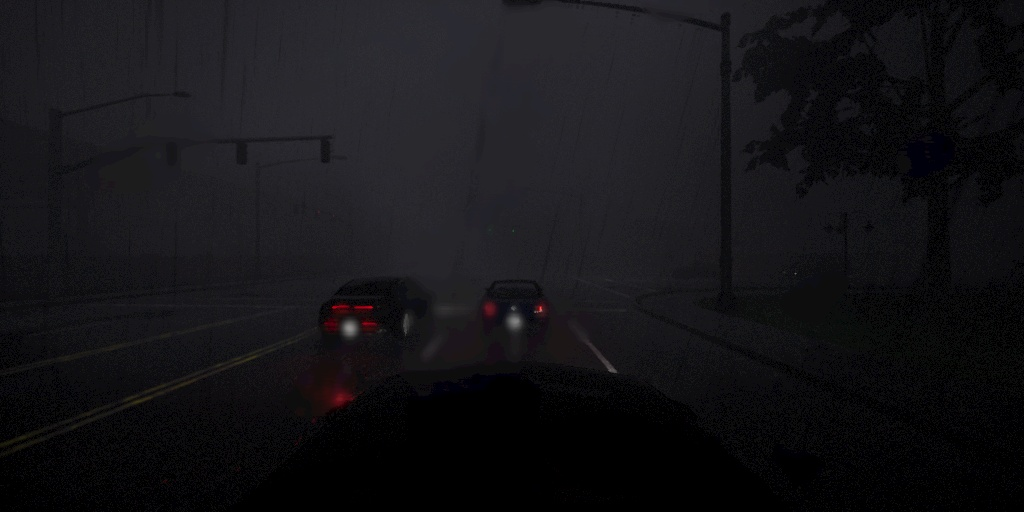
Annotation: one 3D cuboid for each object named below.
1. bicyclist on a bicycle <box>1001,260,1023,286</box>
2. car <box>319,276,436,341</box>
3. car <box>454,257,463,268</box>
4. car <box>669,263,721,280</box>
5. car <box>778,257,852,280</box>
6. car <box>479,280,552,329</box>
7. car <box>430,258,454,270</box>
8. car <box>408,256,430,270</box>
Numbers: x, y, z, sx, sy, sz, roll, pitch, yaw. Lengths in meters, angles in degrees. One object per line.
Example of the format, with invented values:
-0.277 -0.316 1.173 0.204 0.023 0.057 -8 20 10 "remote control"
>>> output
30.977 1.061 21.866 0.582 1.620 1.656 0 0 -2 "bicyclist on a bicycle"
-3.411 1.289 9.979 1.837 1.490 4.892 0 0 0 "car"
-10.509 1.247 63.696 1.882 1.535 5.008 0 1 0 "car"
16.583 1.372 31.973 4.902 1.511 2.128 0 0 -1 "car"
27.221 1.103 32.243 5.566 2.045 2.150 0 0 -1 "car"
0.097 1.392 11.357 1.895 1.301 4.718 0 0 0 "car"
-10.562 1.441 54.295 1.895 1.301 4.718 0 0 0 "car"
-14.059 1.063 54.539 2.150 2.045 5.566 0 0 0 "car"
